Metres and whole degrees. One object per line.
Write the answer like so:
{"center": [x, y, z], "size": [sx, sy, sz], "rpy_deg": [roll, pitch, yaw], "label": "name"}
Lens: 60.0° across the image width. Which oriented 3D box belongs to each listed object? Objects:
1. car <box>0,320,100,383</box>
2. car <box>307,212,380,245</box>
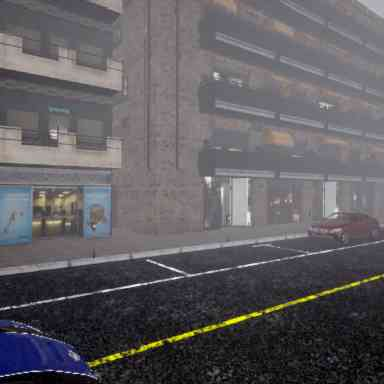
{"center": [-2.610, 1.351, 1.464], "size": [4.553, 1.767, 2.097], "rpy_deg": [0, 0, -35], "label": "car"}
{"center": [7.172, 1.583, 15.538], "size": [4.206, 1.307, 1.802], "rpy_deg": [0, 0, -35], "label": "car"}
